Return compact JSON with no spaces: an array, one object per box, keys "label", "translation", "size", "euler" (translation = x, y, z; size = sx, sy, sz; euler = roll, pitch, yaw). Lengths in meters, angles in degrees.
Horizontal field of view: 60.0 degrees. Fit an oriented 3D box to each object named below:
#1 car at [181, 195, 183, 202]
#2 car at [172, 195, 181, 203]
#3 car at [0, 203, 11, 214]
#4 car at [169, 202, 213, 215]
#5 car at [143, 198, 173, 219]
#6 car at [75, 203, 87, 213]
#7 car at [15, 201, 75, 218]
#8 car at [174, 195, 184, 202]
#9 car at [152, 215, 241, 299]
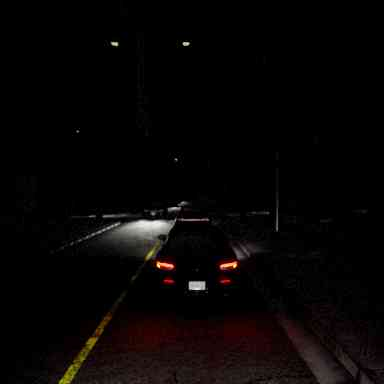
[{"label":"car","translation":[-3.078,1.477,62.237],"size":[1.837,1.490,4.892],"euler":[0,0,0]},{"label":"car","translation":[-3.109,1.546,49.482],"size":[1.994,1.385,4.181],"euler":[0,0,0]},{"label":"car","translation":[-19.858,1.761,37.433],"size":[4.507,1.381,1.887],"euler":[-1,0,0]},{"label":"car","translation":[0.097,1.491,17.671],"size":[2.128,1.511,4.902],"euler":[0,0,1]},{"label":"car","translation":[-3.109,1.486,28.996],"size":[2.128,1.511,4.902],"euler":[0,0,0]},{"label":"car","translation":[-14.404,1.687,37.465],"size":[4.829,1.417,1.752],"euler":[-1,0,0]},{"label":"car","translation":[-14.082,1.710,31.541],"size":[4.718,1.301,1.895],"euler":[-1,0,-1]},{"label":"car","translation":[-3.020,1.484,77.367],"size":[2.128,1.511,4.902],"euler":[0,0,0]},{"label":"car","translation":[0.095,1.526,8.306],"size":[1.812,1.442,4.674],"euler":[0,0,0]}]
